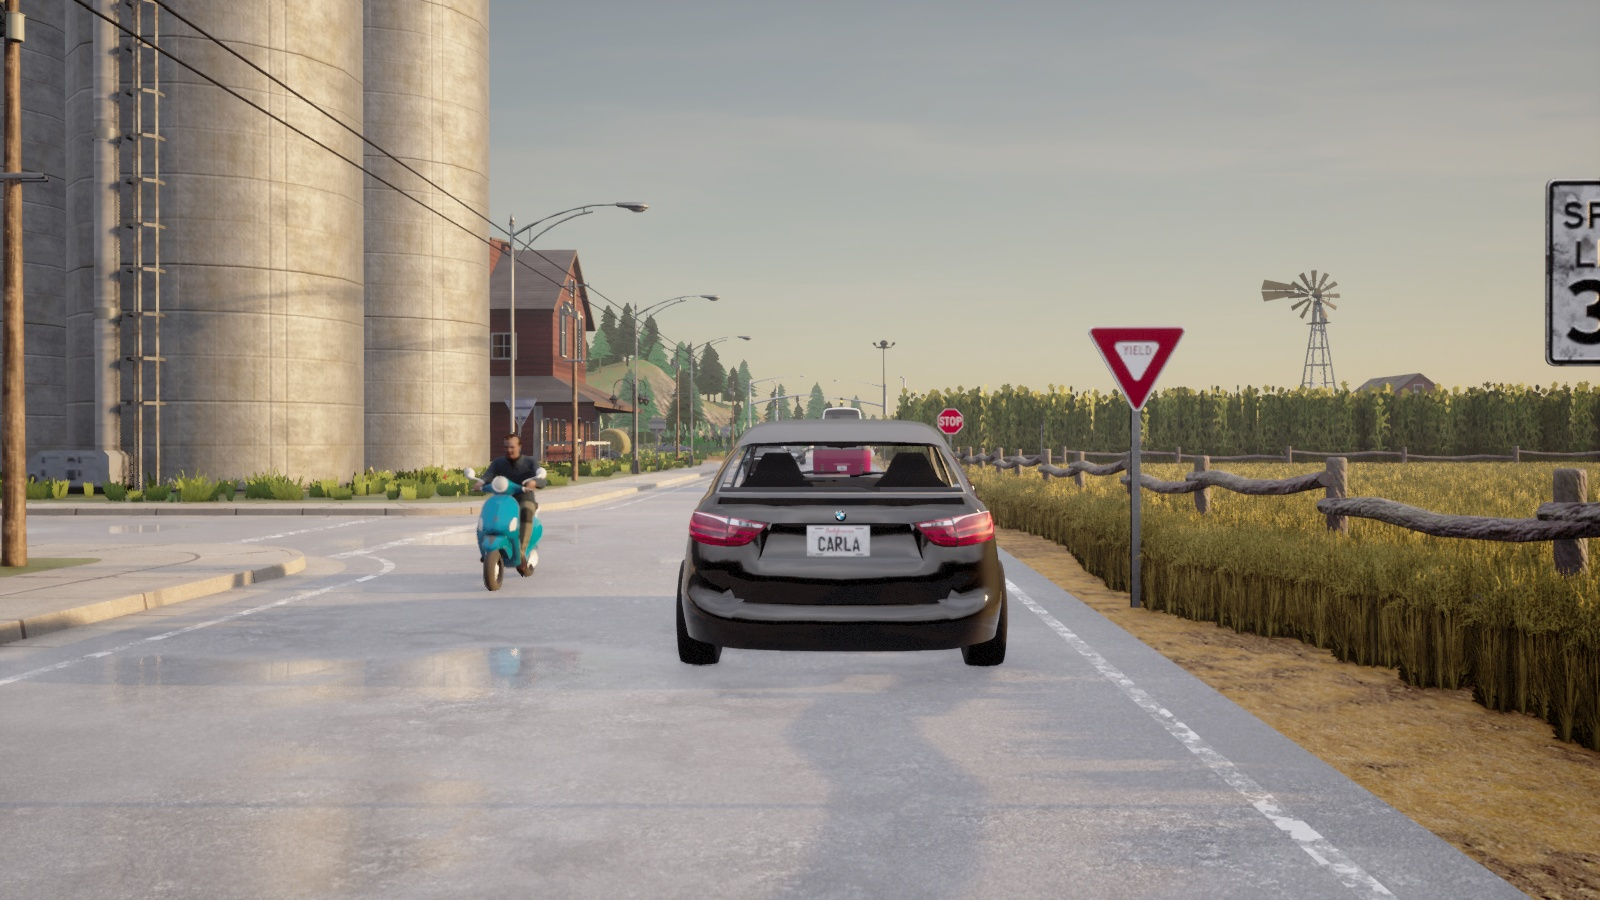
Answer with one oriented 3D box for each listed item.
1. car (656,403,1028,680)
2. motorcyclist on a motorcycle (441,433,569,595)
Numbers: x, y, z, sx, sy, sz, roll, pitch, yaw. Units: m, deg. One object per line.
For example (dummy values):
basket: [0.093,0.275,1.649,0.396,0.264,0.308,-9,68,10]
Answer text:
car: [0.327,0.535,9.883,2.242,1.667,4.611,0,0,2]
motorcyclist on a motorcycle: [-3.062,0.623,13.234,0.866,1.590,1.817,0,0,2]
